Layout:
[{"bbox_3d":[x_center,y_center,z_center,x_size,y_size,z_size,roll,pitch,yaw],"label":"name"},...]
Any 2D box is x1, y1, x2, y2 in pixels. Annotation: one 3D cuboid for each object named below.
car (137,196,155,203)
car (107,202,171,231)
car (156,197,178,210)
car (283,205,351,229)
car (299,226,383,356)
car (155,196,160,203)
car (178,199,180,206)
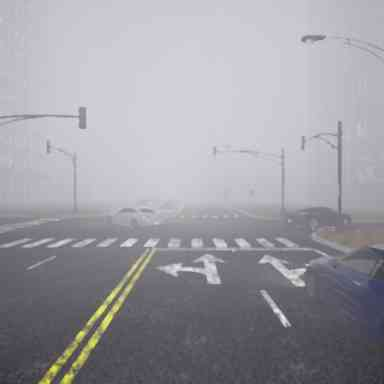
[{"bbox_3d":[-6.581,1.674,45.267,1.837,1.490,4.892,0,0,0],"label":"car"},{"bbox_3d":[-3.722,1.621,21.558,1.812,1.442,4.674,1,-1,-44],"label":"car"},{"bbox_3d":[-3.332,1.733,45.140,1.994,1.385,4.181,0,0,0],"label":"car"},{"bbox_3d":[8.139,1.625,21.555,5.008,1.535,1.882,0,-2,-29],"label":"car"},{"bbox_3d":[3.353,1.549,5.287,1.812,1.442,4.674,0,0,0],"label":"car"},{"bbox_3d":[-6.545,1.563,61.152,2.097,1.767,4.553,0,0,0],"label":"car"},{"bbox_3d":[-3.294,1.812,61.015,1.895,1.301,4.718,0,0,0],"label":"car"}]
